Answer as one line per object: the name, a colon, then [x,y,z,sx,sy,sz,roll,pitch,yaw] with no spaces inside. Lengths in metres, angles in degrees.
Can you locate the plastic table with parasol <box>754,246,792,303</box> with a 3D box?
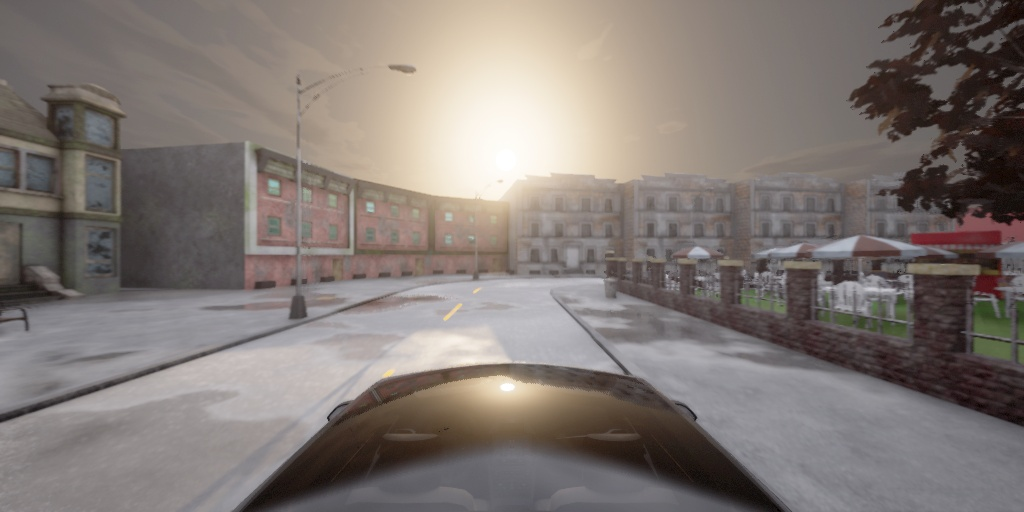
plastic table with parasol: [11.665,0.716,14.361,2.482,2.480,2.482,0,0,-40]

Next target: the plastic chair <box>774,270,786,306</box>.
plastic chair: [10.643,1.285,13.646,0.730,1.272,0.750,0,0,-39]

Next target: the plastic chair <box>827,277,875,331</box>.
plastic chair: [9.063,1.278,9.588,0.730,1.272,0.750,0,0,-40]

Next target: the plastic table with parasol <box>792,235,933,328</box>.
plastic table with parasol: [10.049,0.640,10.312,2.482,2.480,2.482,0,0,-38]

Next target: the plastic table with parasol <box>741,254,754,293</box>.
plastic table with parasol: [13.609,0.752,18.230,2.482,2.480,2.482,0,0,-40]

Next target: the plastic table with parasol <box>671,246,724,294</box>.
plastic table with parasol: [9.259,0.751,18.009,2.482,2.480,2.482,0,0,0]

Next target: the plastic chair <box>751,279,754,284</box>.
plastic chair: [10.930,1.330,15.382,0.750,1.272,0.730,0,0,-40]

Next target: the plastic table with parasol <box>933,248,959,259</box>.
plastic table with parasol: [17.437,0.749,15.587,2.482,2.480,2.482,0,0,-40]

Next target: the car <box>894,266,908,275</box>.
car: [36.489,1.286,31.379,4.892,1.490,1.837,0,0,0]

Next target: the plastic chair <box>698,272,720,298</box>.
plastic chair: [9.330,1.353,16.681,0.750,1.272,0.730,0,0,5]

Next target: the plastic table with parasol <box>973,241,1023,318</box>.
plastic table with parasol: [15.980,0.684,10.770,2.482,2.480,2.482,0,0,-38]

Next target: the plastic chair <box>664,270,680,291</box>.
plastic chair: [7.998,1.355,18.100,0.730,1.272,0.750,0,0,0]
